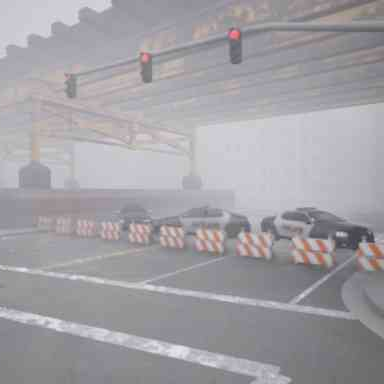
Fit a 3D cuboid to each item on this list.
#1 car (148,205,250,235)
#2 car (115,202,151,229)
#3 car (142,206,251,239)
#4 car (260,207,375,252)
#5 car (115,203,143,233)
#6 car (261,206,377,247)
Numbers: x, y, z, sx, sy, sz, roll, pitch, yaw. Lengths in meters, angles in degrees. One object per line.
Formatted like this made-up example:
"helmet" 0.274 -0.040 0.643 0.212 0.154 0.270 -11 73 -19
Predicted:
"car" 0.354 1.285 16.514 4.536 1.218 1.853 0 0 1
"car" -3.387 1.285 19.338 1.853 1.218 4.536 0 0 -9
"car" 0.302 1.442 16.515 4.974 1.542 2.038 0 0 1
"car" 5.058 1.441 13.905 2.038 1.542 4.974 0 0 -24
"car" -3.379 1.443 19.287 2.038 1.542 4.974 0 0 -9
"car" 5.036 1.284 13.952 1.853 1.218 4.536 0 0 -24
